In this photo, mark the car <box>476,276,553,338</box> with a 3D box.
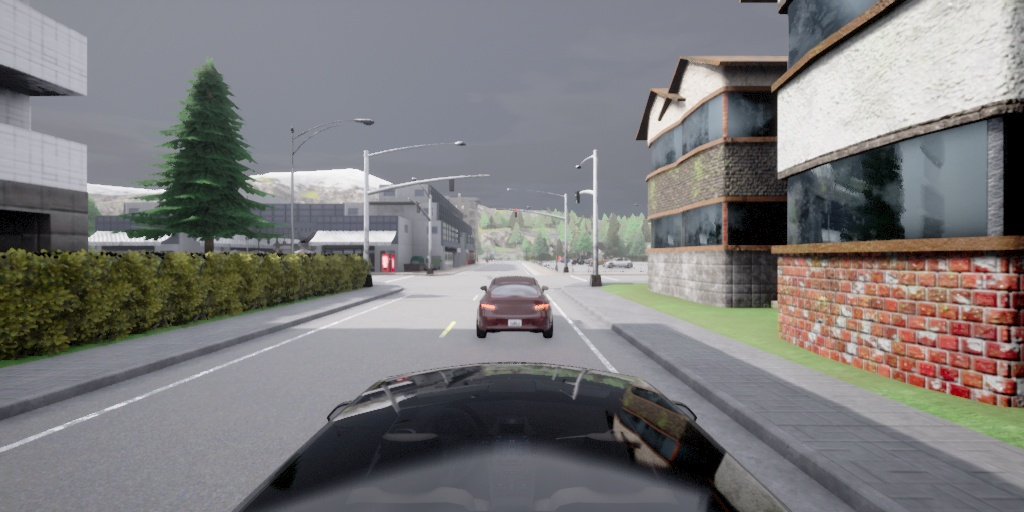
[{"bbox_3d":[0.071,1.274,10.003,1.812,1.442,4.674,0,0,0],"label":"car"}]
